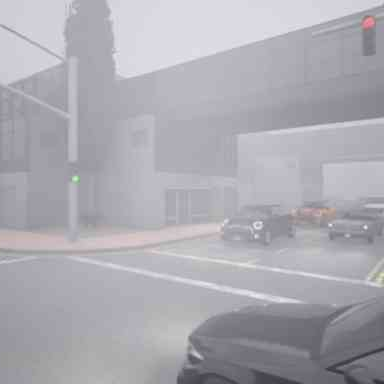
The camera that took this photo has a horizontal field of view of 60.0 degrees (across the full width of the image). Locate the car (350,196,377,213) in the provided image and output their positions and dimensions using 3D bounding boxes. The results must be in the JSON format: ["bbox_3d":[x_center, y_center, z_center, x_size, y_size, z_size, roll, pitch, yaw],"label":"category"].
[{"bbox_3d":[19.615,1.349,37.946,2.097,1.767,4.553,0,0,37],"label":"car"}]

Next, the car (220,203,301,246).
[{"bbox_3d":[3.168,1.350,15.568,2.097,1.767,4.553,0,0,36],"label":"car"}]

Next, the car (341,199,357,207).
[{"bbox_3d":[13.790,1.475,30.043,1.882,1.535,5.008,0,0,36],"label":"car"}]

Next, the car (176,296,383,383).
[{"bbox_3d":[2.038,1.526,2.534,4.674,1.442,1.812,0,0,36],"label":"car"}]

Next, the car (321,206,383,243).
[{"bbox_3d":[8.122,1.600,16.406,1.895,1.301,4.718,0,0,36],"label":"car"}]

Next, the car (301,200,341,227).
[{"bbox_3d":[8.318,1.350,22.589,2.097,1.767,4.553,0,0,36],"label":"car"}]

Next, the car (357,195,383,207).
[{"bbox_3d":[13.901,1.220,24.284,2.150,2.045,5.566,0,0,36],"label":"car"}]
